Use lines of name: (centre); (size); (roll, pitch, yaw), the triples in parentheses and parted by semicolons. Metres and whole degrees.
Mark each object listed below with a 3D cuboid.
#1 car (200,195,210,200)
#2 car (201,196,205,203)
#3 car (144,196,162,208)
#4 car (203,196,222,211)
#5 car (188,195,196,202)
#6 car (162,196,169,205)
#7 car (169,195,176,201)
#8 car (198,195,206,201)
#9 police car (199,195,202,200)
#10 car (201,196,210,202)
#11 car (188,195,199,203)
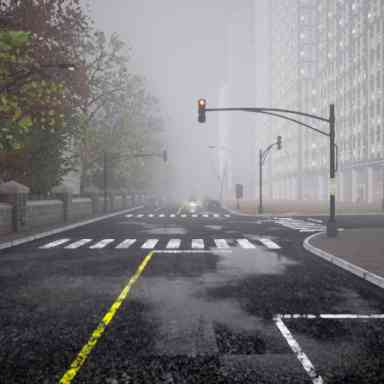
car: (2.689, 1.584, 52.771); (1.947, 1.339, 4.313); (0, 0, 0)
car: (2.689, 1.580, 47.138); (1.947, 1.339, 4.313); (0, 0, 0)
car: (-5.691, 1.596, 47.138); (1.802, 1.307, 4.206); (0, 0, 0)
car: (2.689, 1.576, 41.506); (1.947, 1.339, 4.313); (0, 0, 0)
car: (-0.004, 1.550, 80.043); (1.837, 1.490, 4.892); (0, 0, 0)
car: (-5.691, 1.463, 58.404); (1.967, 1.590, 4.097); (0, 0, 0)
car: (-5.692, 1.604, 86.564); (1.887, 1.381, 4.507); (0, 0, 0)
car: (2.688, 1.619, 92.197); (2.008, 1.369, 4.403); (0, 0, 0)
police car: (3.132, 1.461, 69.927); (1.930, 1.638, 5.238); (0, 0, 0)
car: (3.146, 1.571, 76.818); (1.812, 1.442, 4.674); (0, 0, 0)
car: (0.042, 1.548, 71.026); (2.128, 1.511, 4.902); (0, 0, 0)
